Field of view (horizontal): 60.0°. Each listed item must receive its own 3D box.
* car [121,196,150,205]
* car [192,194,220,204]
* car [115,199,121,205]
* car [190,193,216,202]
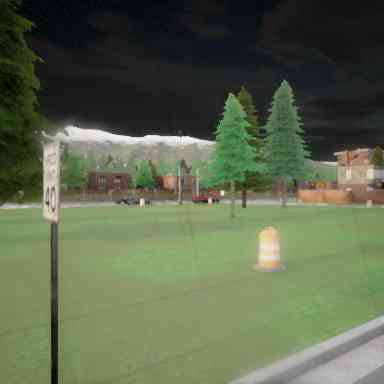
[{"bbox_3d":[-9.084,1.569,55.889,4.181,1.385,1.994,0,0,-36],"label":"car"},{"bbox_3d":[2.877,1.613,63.151,4.718,1.301,1.895,0,0,-9],"label":"car"},{"bbox_3d":[-11.144,1.481,58.719,5.008,1.535,1.882,0,0,-36],"label":"car"},{"bbox_3d":[2.354,1.254,66.612,5.566,2.045,2.150,0,0,-9],"label":"car"}]
